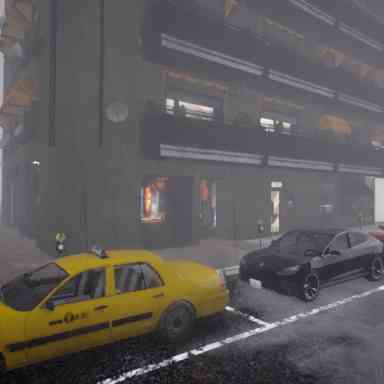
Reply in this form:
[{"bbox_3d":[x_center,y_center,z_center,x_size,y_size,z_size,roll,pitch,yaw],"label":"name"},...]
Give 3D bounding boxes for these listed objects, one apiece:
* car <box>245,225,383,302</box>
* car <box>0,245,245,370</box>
[{"bbox_3d":[3.125,1.567,8.297,4.313,1.339,1.947,0,1,-35],"label":"car"},{"bbox_3d":[-1.638,1.526,4.915,4.829,1.417,1.752,0,1,-35],"label":"car"}]
